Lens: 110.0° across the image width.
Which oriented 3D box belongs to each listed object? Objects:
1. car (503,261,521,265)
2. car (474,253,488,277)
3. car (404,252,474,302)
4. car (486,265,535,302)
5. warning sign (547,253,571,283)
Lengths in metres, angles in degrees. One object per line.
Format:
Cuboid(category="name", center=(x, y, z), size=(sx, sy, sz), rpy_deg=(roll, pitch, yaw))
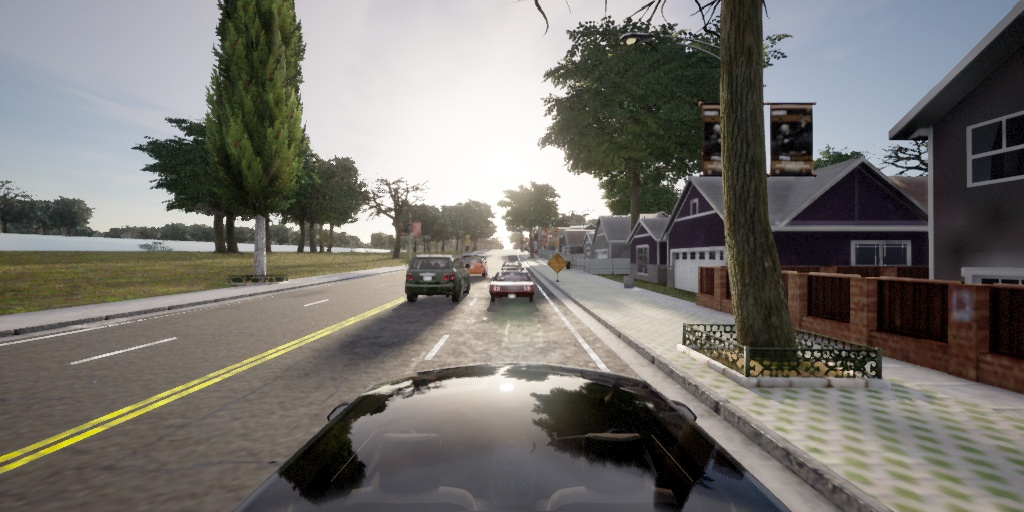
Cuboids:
Cuboid(category="car", center=(0.000, 1.120, 31.525), size=(1.895, 1.301, 4.718), rpy_deg=(0, 1, 0))
Cuboid(category="car", center=(-3.250, 0.870, 31.462), size=(2.097, 1.767, 4.553), rpy_deg=(0, 1, 0))
Cuboid(category="car", center=(-3.250, 0.941, 16.524), size=(2.150, 2.045, 5.566), rpy_deg=(0, 1, 0))
Cuboid(category="car", center=(0.000, 1.300, 16.526), size=(1.895, 1.301, 4.718), rpy_deg=(0, 0, 0))
Cuboid(category="warning sign", center=(2.850, 0.738, 22.337), size=(1.300, 1.860, 1.060), rpy_deg=(0, 0, 0))
